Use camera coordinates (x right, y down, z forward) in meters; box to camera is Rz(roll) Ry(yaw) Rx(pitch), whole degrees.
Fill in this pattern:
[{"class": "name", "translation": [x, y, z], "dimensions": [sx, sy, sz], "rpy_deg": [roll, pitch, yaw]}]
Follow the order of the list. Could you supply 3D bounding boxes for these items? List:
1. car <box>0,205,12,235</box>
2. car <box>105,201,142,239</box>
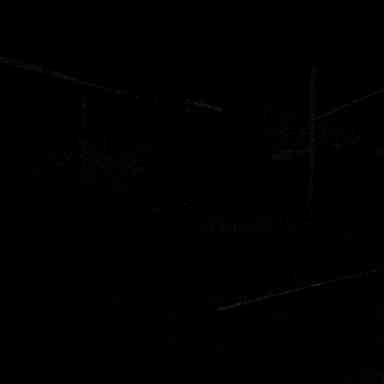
[{"class": "car", "translation": [-11.482, 1.523, 18.600], "dimensions": [2.242, 1.667, 4.611], "rpy_deg": [1, 0, -36]}, {"class": "car", "translation": [-4.353, 1.448, 18.338], "dimensions": [1.905, 1.878, 3.866], "rpy_deg": [1, 0, -36]}]
